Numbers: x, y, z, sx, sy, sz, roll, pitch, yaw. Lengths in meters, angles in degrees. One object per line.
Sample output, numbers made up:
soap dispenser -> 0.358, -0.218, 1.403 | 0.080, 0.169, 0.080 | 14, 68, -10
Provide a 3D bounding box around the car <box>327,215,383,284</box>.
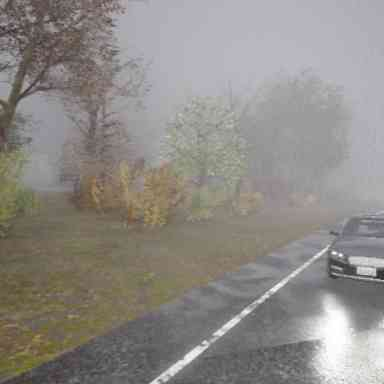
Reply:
car -> 5.103, 1.451, 9.303 | 2.128, 1.511, 4.902 | 1, 1, 32
